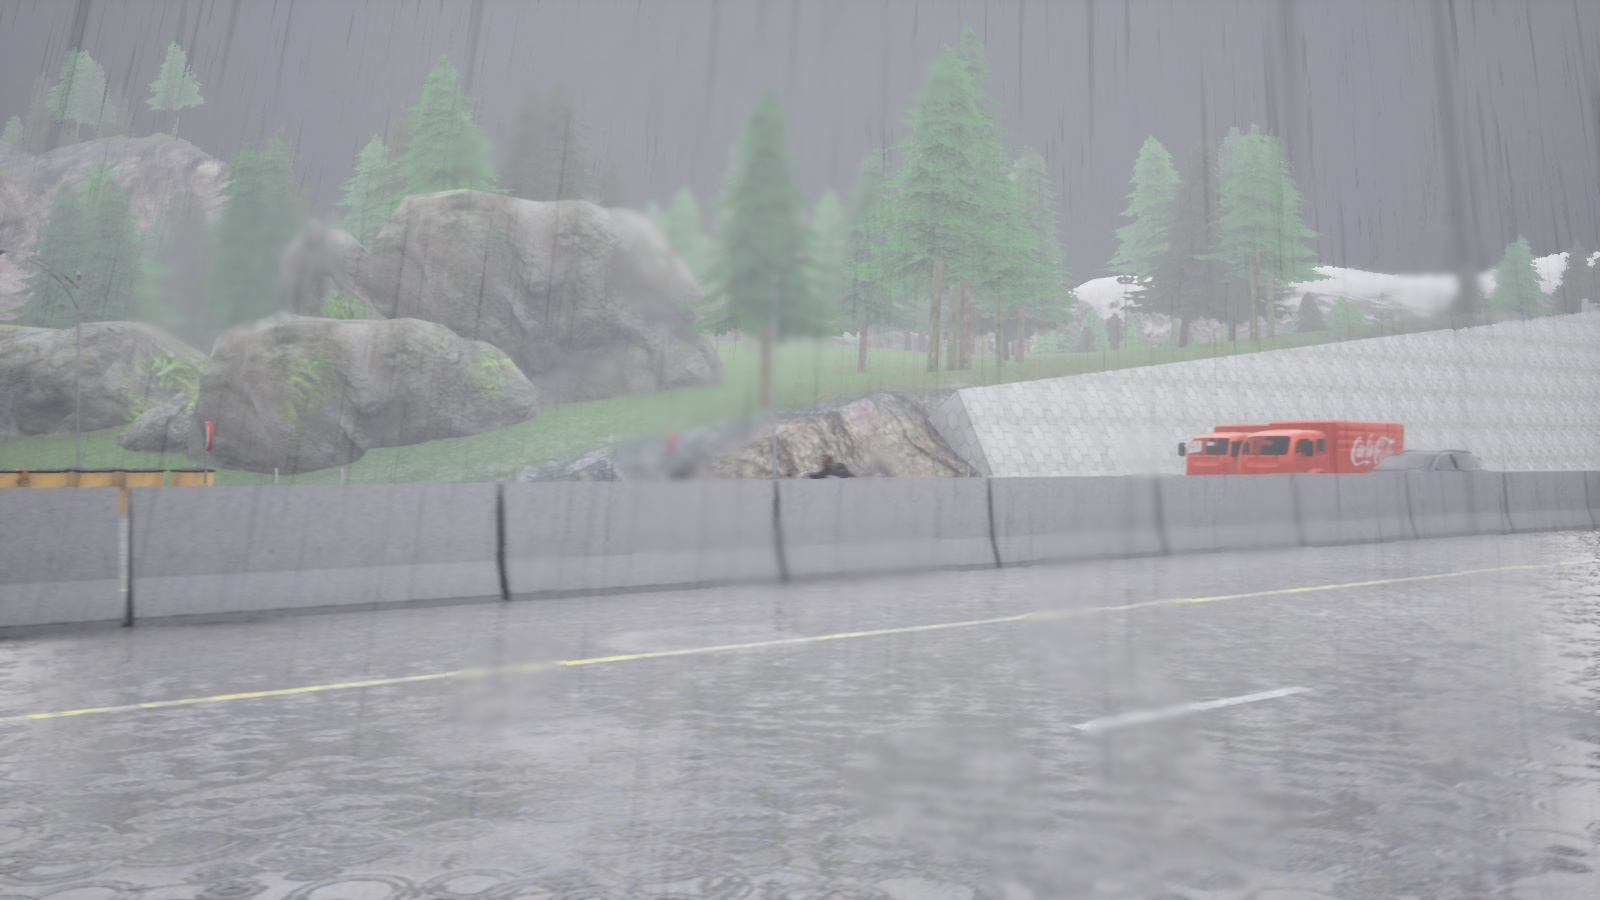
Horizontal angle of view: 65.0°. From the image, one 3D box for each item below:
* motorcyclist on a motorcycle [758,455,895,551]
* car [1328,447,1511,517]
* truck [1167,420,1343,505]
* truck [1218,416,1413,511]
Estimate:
[{"bbox_3d":[0.461,0.846,21.036,2.191,1.530,0.866,0,0,-35],"label":"motorcyclist on a motorcycle"},{"bbox_3d":[15.615,0.758,31.584,4.856,1.649,2.033,0,0,-35],"label":"car"},{"bbox_3d":[14.215,0.366,39.140,5.204,2.467,2.627,0,0,-35],"label":"truck"},{"bbox_3d":[14.396,0.353,35.001,5.204,2.467,2.627,0,0,-35],"label":"truck"}]
